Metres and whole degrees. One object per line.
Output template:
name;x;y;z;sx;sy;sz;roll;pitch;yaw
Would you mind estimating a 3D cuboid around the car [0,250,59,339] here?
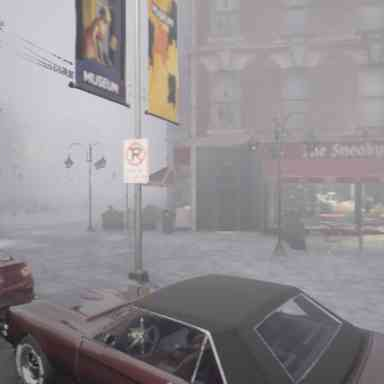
car;-5.028;1.524;6.261;4.674;1.452;2.002;0;0;27
